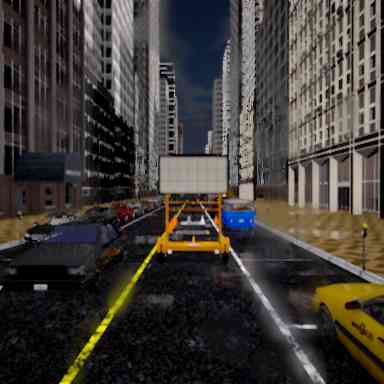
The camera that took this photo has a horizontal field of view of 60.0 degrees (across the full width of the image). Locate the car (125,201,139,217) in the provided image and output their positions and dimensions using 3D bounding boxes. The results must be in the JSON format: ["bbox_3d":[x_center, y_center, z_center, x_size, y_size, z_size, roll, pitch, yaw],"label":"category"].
[{"bbox_3d":[-5.636,1.567,25.940,1.887,1.381,4.507,-1,0,0],"label":"car"}]

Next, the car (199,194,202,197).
[{"bbox_3d":[2.882,1.384,82.756,2.192,1.841,5.009,-1,0,0],"label":"car"}]

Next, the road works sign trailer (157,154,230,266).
[{"bbox_3d":[0.055,0.474,11.618,2.380,3.560,2.880,0,0,1],"label":"road works sign trailer"}]

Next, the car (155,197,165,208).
[{"bbox_3d":[-5.581,1.592,48.674,2.008,1.369,4.403,-1,0,0],"label":"car"}]

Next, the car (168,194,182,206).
[{"bbox_3d":[-2.862,1.256,57.992,2.150,2.045,5.566,0,0,0],"label":"car"}]

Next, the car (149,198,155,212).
[{"bbox_3d":[-5.608,1.614,37.307,1.802,1.307,4.206,-1,0,0],"label":"car"}]

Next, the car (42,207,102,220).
[{"bbox_3d":[-5.665,1.563,14.572,2.008,1.369,4.403,-1,0,0],"label":"car"}]

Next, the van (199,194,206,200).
[{"bbox_3d":[2.910,1.418,94.123,1.690,1.788,3.998,-1,0,0],"label":"van"}]

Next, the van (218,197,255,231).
[{"bbox_3d":[2.728,1.359,20.235,1.690,1.788,3.998,-1,0,0],"label":"van"}]

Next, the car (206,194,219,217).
[{"bbox_3d":[2.756,1.342,31.603,2.192,1.841,5.009,-1,0,0],"label":"car"}]

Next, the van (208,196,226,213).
[{"bbox_3d":[2.770,1.373,37.286,1.690,1.788,3.998,-1,0,0],"label":"van"}]

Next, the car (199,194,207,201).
[{"bbox_3d":[2.896,1.388,88.440,2.192,1.841,5.009,-1,0,0],"label":"car"}]

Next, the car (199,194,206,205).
[{"bbox_3d":[2.828,1.602,60.020,2.008,1.369,4.403,-1,0,0],"label":"car"}]

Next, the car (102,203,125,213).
[{"bbox_3d":[-5.650,1.583,20.256,1.947,1.339,4.313,-1,0,0],"label":"car"}]

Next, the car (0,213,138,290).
[{"bbox_3d":[-3.081,1.555,9.437,2.033,1.411,5.357,0,0,0],"label":"car"}]

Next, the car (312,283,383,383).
[{"bbox_3d":[2.688,1.528,3.354,1.752,1.417,4.829,-1,0,0],"label":"car"}]

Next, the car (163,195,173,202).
[{"bbox_3d":[-5.511,1.504,77.092,1.967,1.590,4.097,-1,0,0],"label":"car"}]

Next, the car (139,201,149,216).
[{"bbox_3d":[-5.623,1.578,31.623,2.008,1.369,4.403,-1,0,0],"label":"car"}]

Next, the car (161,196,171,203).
[{"bbox_3d":[-5.524,1.642,71.408,1.802,1.307,4.206,-1,0,0],"label":"car"}]
